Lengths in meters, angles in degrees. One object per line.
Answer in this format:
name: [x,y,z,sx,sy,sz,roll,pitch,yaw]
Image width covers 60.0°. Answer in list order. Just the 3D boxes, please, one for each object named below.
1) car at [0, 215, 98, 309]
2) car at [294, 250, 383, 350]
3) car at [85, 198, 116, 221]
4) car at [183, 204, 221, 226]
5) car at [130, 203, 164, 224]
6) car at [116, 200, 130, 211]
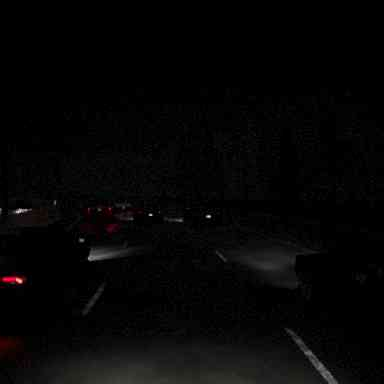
car: [-3.898,1.554,8.082,2.033,1.411,5.357,0,0,-5]
car: [3.285,1.590,5.332,1.895,1.301,4.718,0,0,-3]
car: [-7.563,1.360,27.201,2.097,1.767,4.553,0,0,-16]
car: [0.622,1.552,23.476,1.994,1.385,4.181,0,0,-13]
car: [-3.331,1.561,24.998,1.994,1.385,4.181,0,0,-13]
car: [-9.012,1.606,41.619,1.895,1.301,4.718,0,0,-23]
